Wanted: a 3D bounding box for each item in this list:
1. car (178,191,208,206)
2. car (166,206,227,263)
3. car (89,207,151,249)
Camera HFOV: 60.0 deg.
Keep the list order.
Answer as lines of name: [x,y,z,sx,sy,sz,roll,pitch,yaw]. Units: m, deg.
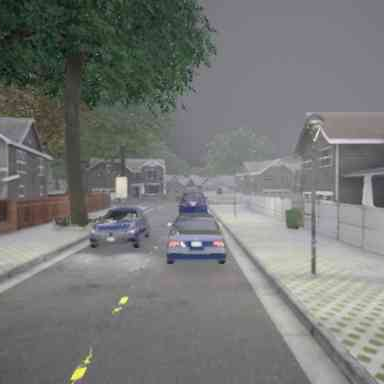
car: [0.083,0.949,26.191,2.150,2.045,5.566,0,1,0]
car: [0.100,1.428,11.439,2.033,1.411,5.357,0,0,-1]
car: [-2.845,1.381,14.008,1.812,1.442,4.674,0,1,0]
